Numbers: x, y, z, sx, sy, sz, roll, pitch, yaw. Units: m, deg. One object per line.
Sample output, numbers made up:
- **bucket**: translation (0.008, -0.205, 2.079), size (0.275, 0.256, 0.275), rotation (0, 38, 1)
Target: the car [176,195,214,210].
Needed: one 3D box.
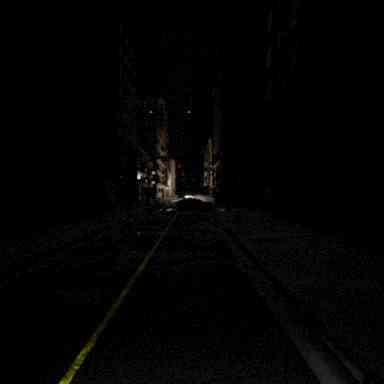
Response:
- **car**: translation (0.436, 1.534, 42.781), size (4.892, 1.490, 1.837), rotation (1, 1, 0)

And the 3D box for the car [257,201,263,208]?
- **car**: translation (11.644, 1.622, 48.383), size (4.206, 1.307, 1.802), rotation (1, 0, 0)
